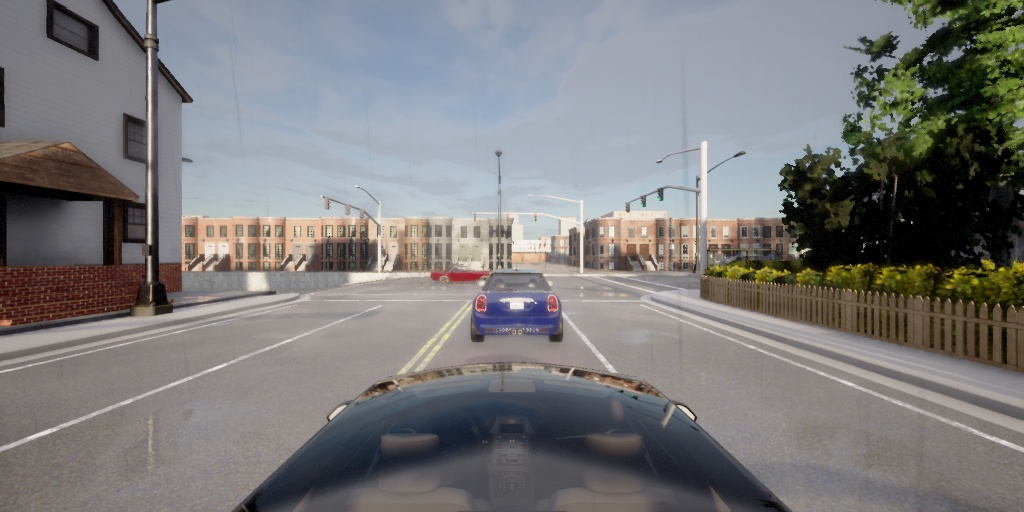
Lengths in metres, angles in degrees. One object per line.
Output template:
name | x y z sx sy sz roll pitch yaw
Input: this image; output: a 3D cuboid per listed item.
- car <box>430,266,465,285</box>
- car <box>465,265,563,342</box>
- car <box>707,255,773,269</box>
car | -3.390 1.350 25.878 4.718 1.301 1.895 0 0 0
car | 0.109 1.102 9.928 2.097 1.767 4.553 0 0 0
car | 18.735 0.971 29.643 5.566 2.045 2.150 0 0 0
